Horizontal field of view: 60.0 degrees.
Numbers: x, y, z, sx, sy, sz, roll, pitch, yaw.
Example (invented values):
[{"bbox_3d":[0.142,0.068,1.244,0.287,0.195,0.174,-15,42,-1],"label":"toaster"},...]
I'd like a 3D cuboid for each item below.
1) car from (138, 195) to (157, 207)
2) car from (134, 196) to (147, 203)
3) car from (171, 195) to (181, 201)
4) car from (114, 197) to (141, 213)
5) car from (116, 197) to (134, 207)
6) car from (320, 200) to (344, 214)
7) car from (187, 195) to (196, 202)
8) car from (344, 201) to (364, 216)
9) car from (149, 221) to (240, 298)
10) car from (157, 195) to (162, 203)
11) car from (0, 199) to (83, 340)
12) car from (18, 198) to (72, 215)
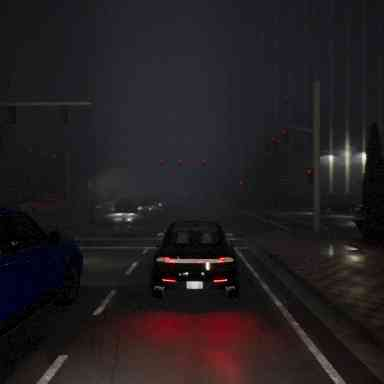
[{"bbox_3d":[-7.182,1.477,52.805,1.882,1.535,5.008,0,0,0],"label":"car"},{"bbox_3d":[-10.622,1.524,68.937,1.812,1.442,4.674,0,0,0],"label":"car"},{"bbox_3d":[-3.635,1.339,76.097,1.812,1.442,4.674,0,0,0],"label":"car"},{"bbox_3d":[-7.163,1.564,36.489,1.994,1.385,4.181,0,0,0],"label":"car"},{"bbox_3d":[-10.682,1.564,53.359,1.994,1.385,4.181,0,0,0],"label":"car"},{"bbox_3d":[15.231,1.564,34.946,4.181,1.385,1.994,0,0,-1],"label":"car"},{"bbox_3d":[-0.134,1.429,75.564,1.837,1.490,4.892,0,0,0],"label":"car"},{"bbox_3d":[17.479,1.505,31.472,4.892,1.490,1.837,0,0,-1],"label":"car"},{"bbox_3d":[0.078,1.492,8.518,2.128,1.511,4.902,0,0,1],"label":"car"},{"bbox_3d":[-7.124,1.497,68.069,1.837,1.490,4.892,0,1,0],"label":"car"},{"bbox_3d":[-3.451,1.221,4.886,2.150,2.045,5.566,0,0,1],"label":"car"},{"bbox_3d":[-15.610,1.478,35.431,5.008,1.535,1.882,0,2,-36],"label":"car"}]
